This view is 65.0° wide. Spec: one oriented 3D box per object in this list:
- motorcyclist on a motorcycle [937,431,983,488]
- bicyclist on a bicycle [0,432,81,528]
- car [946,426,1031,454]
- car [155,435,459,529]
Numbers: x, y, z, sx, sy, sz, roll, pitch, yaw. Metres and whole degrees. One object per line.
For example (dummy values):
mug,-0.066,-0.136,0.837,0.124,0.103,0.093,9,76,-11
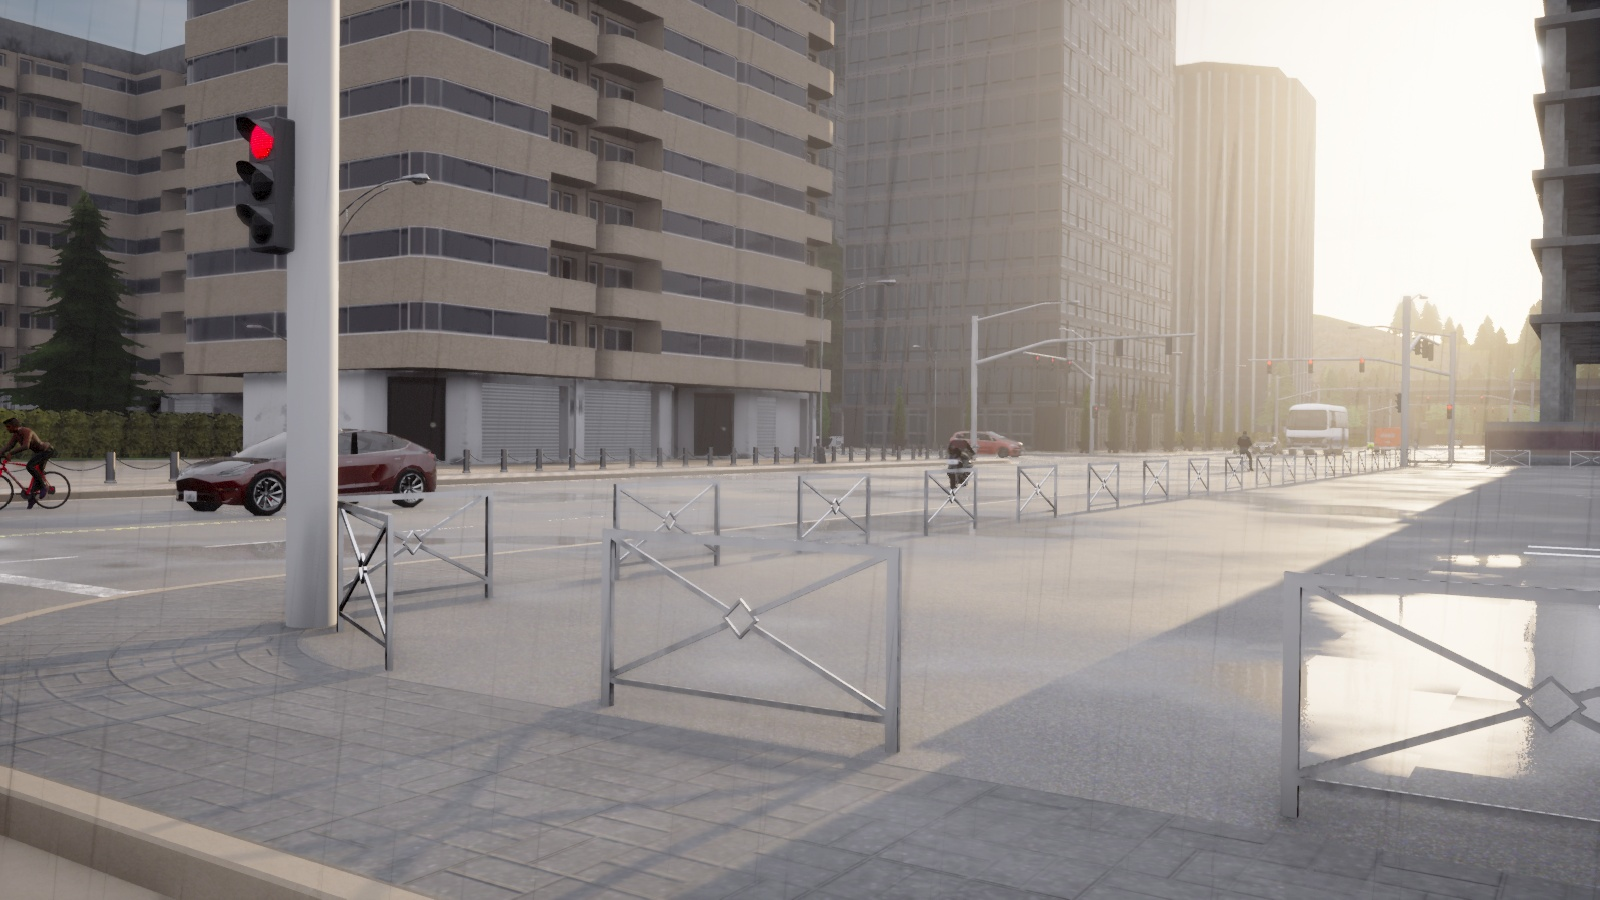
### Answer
motorcyclist on a motorcycle,4.457,0.251,34.811,0.866,1.530,2.191,0,1,18
bicyclist on a bicycle,-13.599,0.507,21.982,0.582,1.620,1.656,0,1,33
car,11.547,-0.635,76.995,4.611,1.667,2.242,0,1,32
car,-8.837,0.498,22.939,2.163,1.488,4.792,0,1,33
